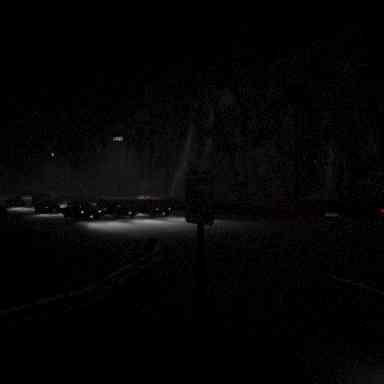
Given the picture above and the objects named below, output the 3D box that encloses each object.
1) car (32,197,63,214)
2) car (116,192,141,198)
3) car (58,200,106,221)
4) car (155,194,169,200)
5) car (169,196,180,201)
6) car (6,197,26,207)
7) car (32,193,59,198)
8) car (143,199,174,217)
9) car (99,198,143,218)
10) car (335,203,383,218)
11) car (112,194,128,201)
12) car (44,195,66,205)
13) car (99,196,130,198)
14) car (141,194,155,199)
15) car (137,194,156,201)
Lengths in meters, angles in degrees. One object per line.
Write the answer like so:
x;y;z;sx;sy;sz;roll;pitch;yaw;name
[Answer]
-15.624;1.580;36.023;1.812;1.442;4.674;0;0;-39;car
-12.690;1.400;65.910;1.882;1.535;5.008;0;1;-39;car
-9.470;1.669;28.452;1.895;1.301;4.718;0;0;-39;car
-7.492;1.284;70.615;2.097;1.767;4.553;0;1;-39;car
-4.812;1.530;72.867;1.895;1.301;4.718;0;1;-39;car
-25.655;1.437;48.430;2.128;1.511;4.902;0;0;-39;car
-22.371;1.172;49.930;2.150;2.045;5.566;0;2;-39;car
-4.022;1.681;32.848;1.895;1.301;4.718;0;0;-39;car
-6.942;1.565;30.893;2.128;1.511;4.902;0;0;-39;car
15.784;1.697;30.947;1.895;1.301;4.718;0;0;-31;car
-16.527;1.296;76.210;1.994;1.385;4.181;0;1;-39;car
-23.519;1.392;56.966;2.128;1.511;4.902;0;0;-38;car
-9.911;1.558;40.080;2.128;1.511;4.902;0;0;-39;car
-10.229;1.448;68.433;1.812;1.442;4.674;0;1;-39;car
-11.087;1.295;80.615;2.033;1.411;5.357;0;1;-39;car
